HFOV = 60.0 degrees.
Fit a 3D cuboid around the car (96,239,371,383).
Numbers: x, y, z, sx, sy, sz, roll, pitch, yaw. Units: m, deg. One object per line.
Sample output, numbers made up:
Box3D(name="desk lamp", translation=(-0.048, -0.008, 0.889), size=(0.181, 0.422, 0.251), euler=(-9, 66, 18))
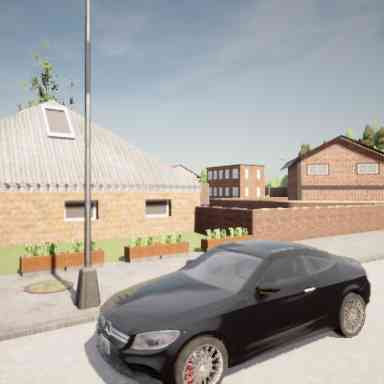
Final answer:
Box3D(name="car", translation=(0.925, 1.525, 5.173), size=(4.674, 1.442, 1.812), euler=(0, 0, -33))
